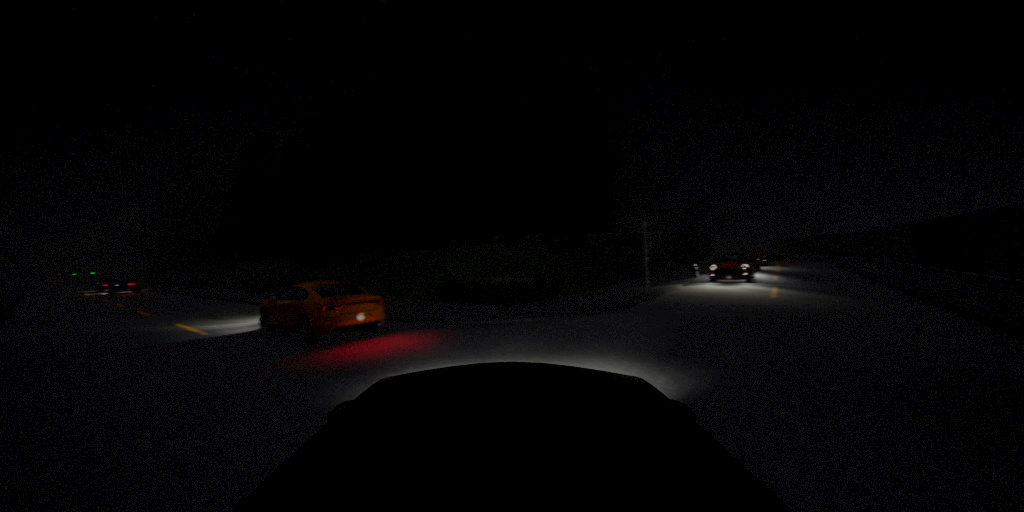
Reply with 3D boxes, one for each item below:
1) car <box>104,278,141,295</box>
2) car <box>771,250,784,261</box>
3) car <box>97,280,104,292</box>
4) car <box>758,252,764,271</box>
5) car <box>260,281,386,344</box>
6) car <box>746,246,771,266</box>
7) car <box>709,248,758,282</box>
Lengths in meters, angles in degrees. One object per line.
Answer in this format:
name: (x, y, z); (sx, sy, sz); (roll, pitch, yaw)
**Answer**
car: (-38.044, 2.937, 35.162); (4.892, 1.490, 1.837); (-3, 0, 37)
car: (34.388, -0.041, 48.663); (1.812, 1.442, 4.674); (-2, 0, -8)
car: (-46.177, 3.336, 41.305); (5.357, 1.411, 2.033); (-3, 0, 37)
car: (19.830, 0.594, 30.353); (1.895, 1.301, 4.718); (-3, 0, 37)
car: (-5.788, 1.493, 10.712); (5.008, 1.535, 1.882); (-3, 0, 39)
car: (26.216, -0.031, 38.739); (2.150, 2.045, 5.566); (-3, 0, 37)
car: (13.624, 0.584, 22.159); (2.097, 1.767, 4.553); (-3, 0, 37)
